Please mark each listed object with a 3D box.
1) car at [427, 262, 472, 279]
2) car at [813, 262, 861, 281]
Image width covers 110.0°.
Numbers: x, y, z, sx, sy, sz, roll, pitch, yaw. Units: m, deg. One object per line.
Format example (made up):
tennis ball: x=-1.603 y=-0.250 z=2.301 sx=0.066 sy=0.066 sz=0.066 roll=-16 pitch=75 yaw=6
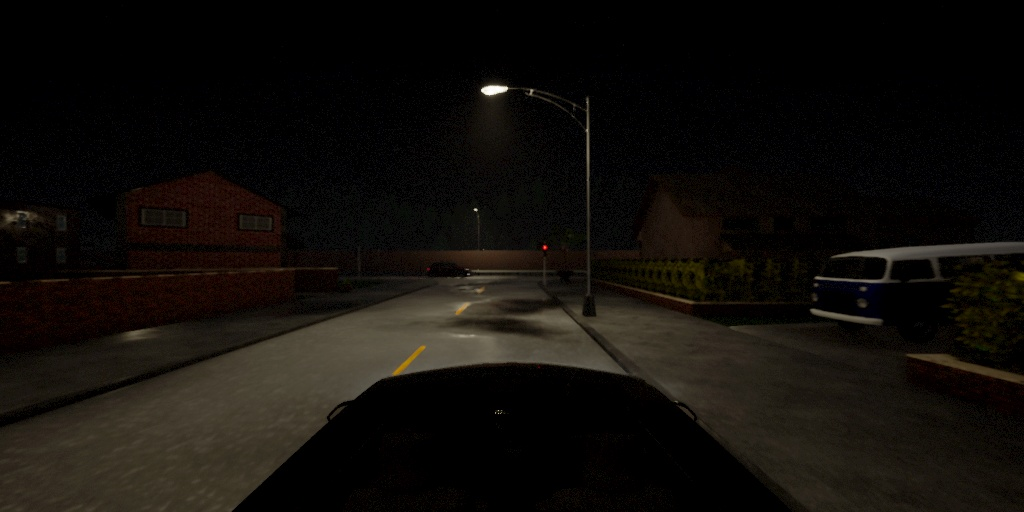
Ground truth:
car: x=-6.518 y=1.429 z=37.562 sx=4.553 sy=1.767 sz=2.097 roll=0 pitch=-1 yaw=0
car: x=33.211 y=1.647 z=37.562 sx=4.181 sy=1.385 sz=1.994 roll=0 pitch=-1 yaw=0
